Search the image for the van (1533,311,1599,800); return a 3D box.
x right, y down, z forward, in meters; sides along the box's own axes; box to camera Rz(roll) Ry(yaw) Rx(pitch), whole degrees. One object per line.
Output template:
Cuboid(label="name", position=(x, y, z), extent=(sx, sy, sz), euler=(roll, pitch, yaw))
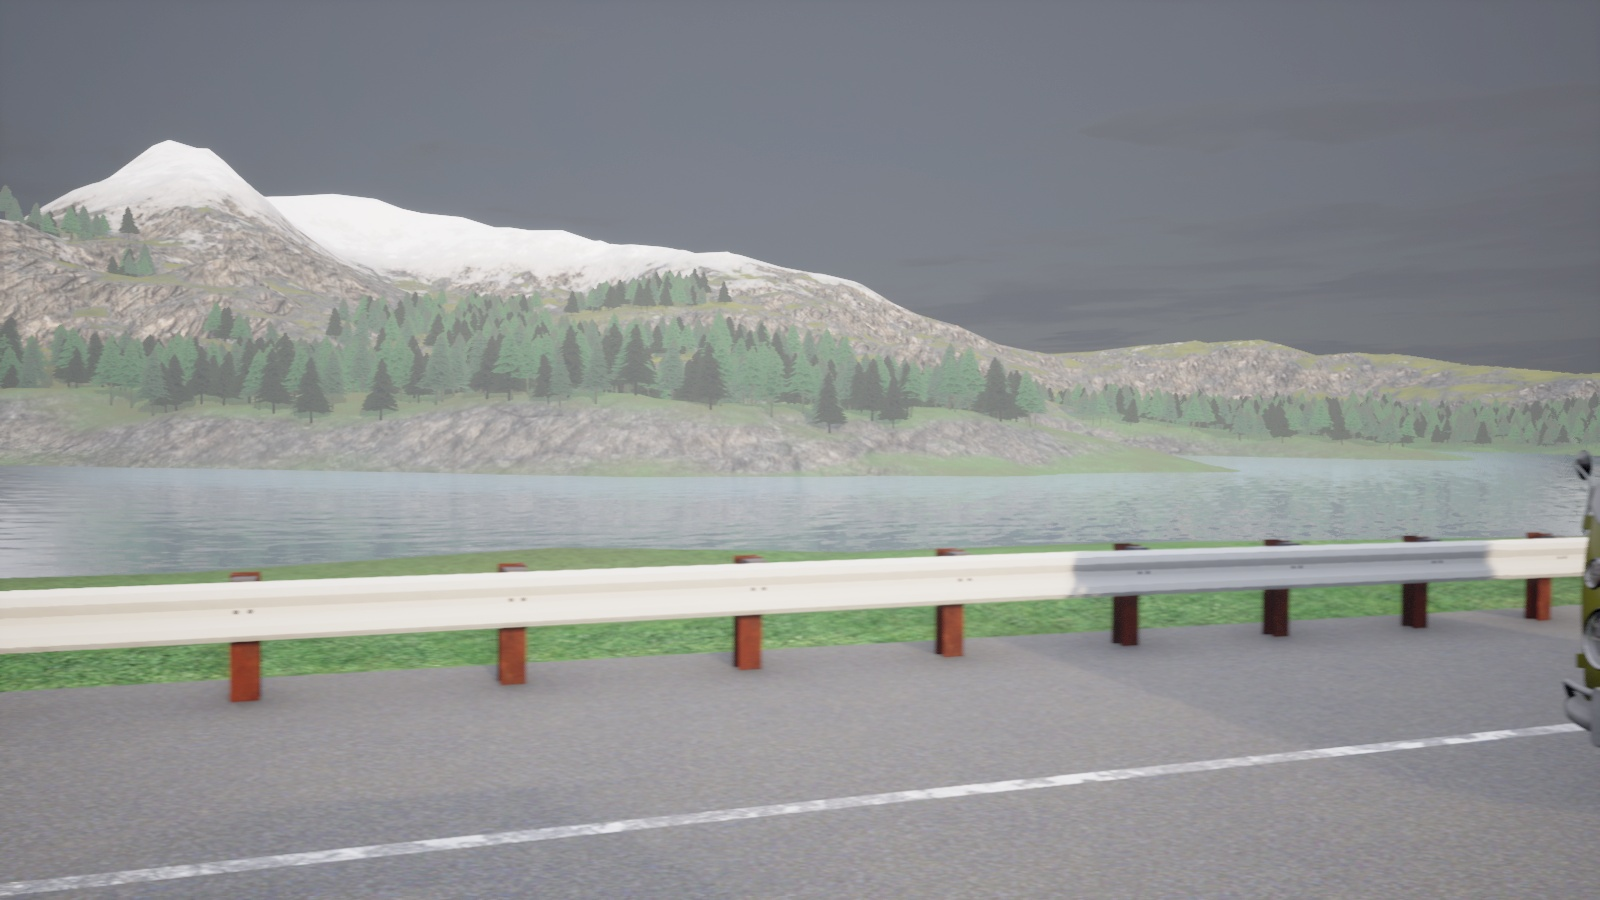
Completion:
Cuboid(label="van", position=(5.533, 0.404, 5.335), extent=(4.442, 1.987, 1.775), euler=(-1, 1, -21))
